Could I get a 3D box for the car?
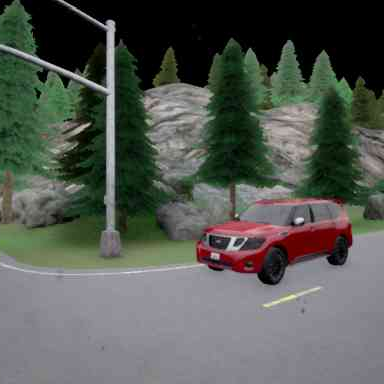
[{"bbox_3d":[2.696,1.226,9.937,5.566,2.045,2.150,0,0,-40],"label":"car"}]
